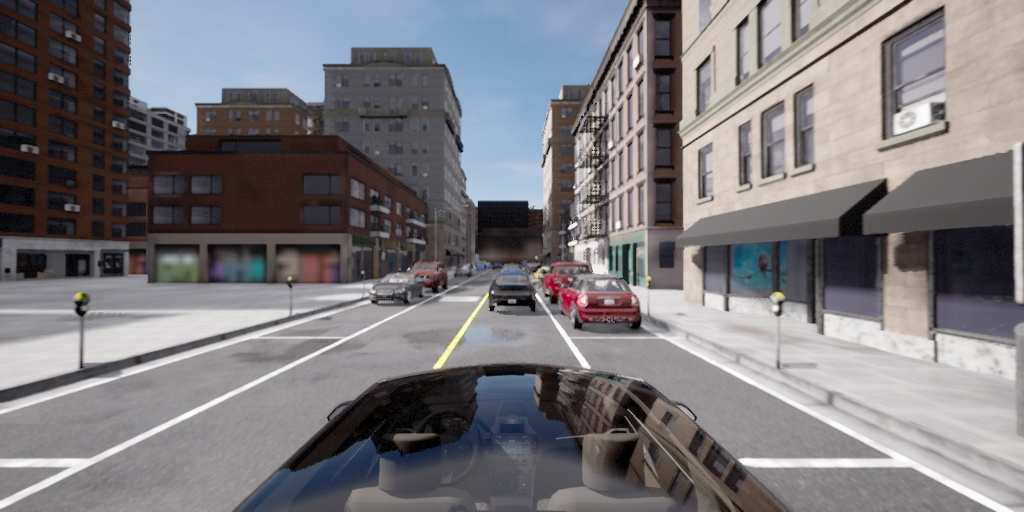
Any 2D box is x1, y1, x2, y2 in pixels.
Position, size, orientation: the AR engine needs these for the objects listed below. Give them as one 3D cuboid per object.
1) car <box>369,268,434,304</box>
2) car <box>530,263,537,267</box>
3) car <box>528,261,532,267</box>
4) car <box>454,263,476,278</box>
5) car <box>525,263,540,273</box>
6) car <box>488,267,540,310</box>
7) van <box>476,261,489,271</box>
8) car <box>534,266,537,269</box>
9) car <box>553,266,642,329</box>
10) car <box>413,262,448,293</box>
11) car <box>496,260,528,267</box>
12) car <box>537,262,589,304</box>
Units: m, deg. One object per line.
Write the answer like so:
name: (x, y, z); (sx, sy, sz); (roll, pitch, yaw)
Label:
car: (-5.386, 1.456, 17.308); (2.007, 1.370, 4.403); (0, 0, 0)
car: (2.640, 1.543, 28.800); (1.751, 1.417, 4.829); (0, 0, 0)
car: (3.025, 1.701, 46.658); (1.837, 1.490, 4.892); (0, -1, 0)
car: (-5.384, 1.712, 39.955); (1.802, 1.307, 4.207); (0, 0, 0)
car: (3.026, 1.771, 53.657); (1.837, 1.490, 4.892); (0, -1, 0)
car: (0.025, 1.393, 15.357); (1.837, 1.490, 4.892); (0, 0, 0)
van: (-5.381, 1.698, 62.601); (1.690, 1.789, 3.998); (0, 0, 0)
car: (2.640, 1.527, 22.969); (1.948, 1.339, 4.313); (0, 0, 0)
car: (2.639, 1.288, 11.645); (1.967, 1.591, 4.097); (0, 0, 0)
car: (-5.385, 1.276, 22.970); (2.192, 1.841, 5.009); (0, 0, 0)
car: (0.026, 1.385, 30.279); (2.097, 1.767, 4.553); (0, -1, 0)
car: (2.639, 1.220, 17.307); (2.192, 1.841, 5.009); (0, 0, 0)
